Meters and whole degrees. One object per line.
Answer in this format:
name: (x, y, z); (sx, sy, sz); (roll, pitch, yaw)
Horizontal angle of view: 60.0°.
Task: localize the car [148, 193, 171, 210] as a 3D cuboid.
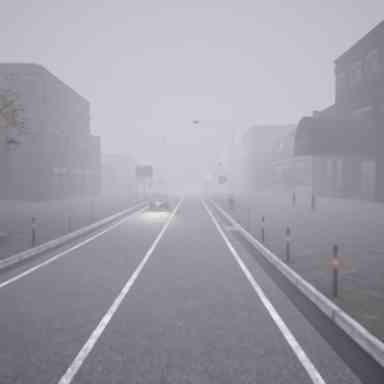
car: (-3.011, 0.837, 31.823); (2.128, 1.511, 4.902); (0, 2, 0)
